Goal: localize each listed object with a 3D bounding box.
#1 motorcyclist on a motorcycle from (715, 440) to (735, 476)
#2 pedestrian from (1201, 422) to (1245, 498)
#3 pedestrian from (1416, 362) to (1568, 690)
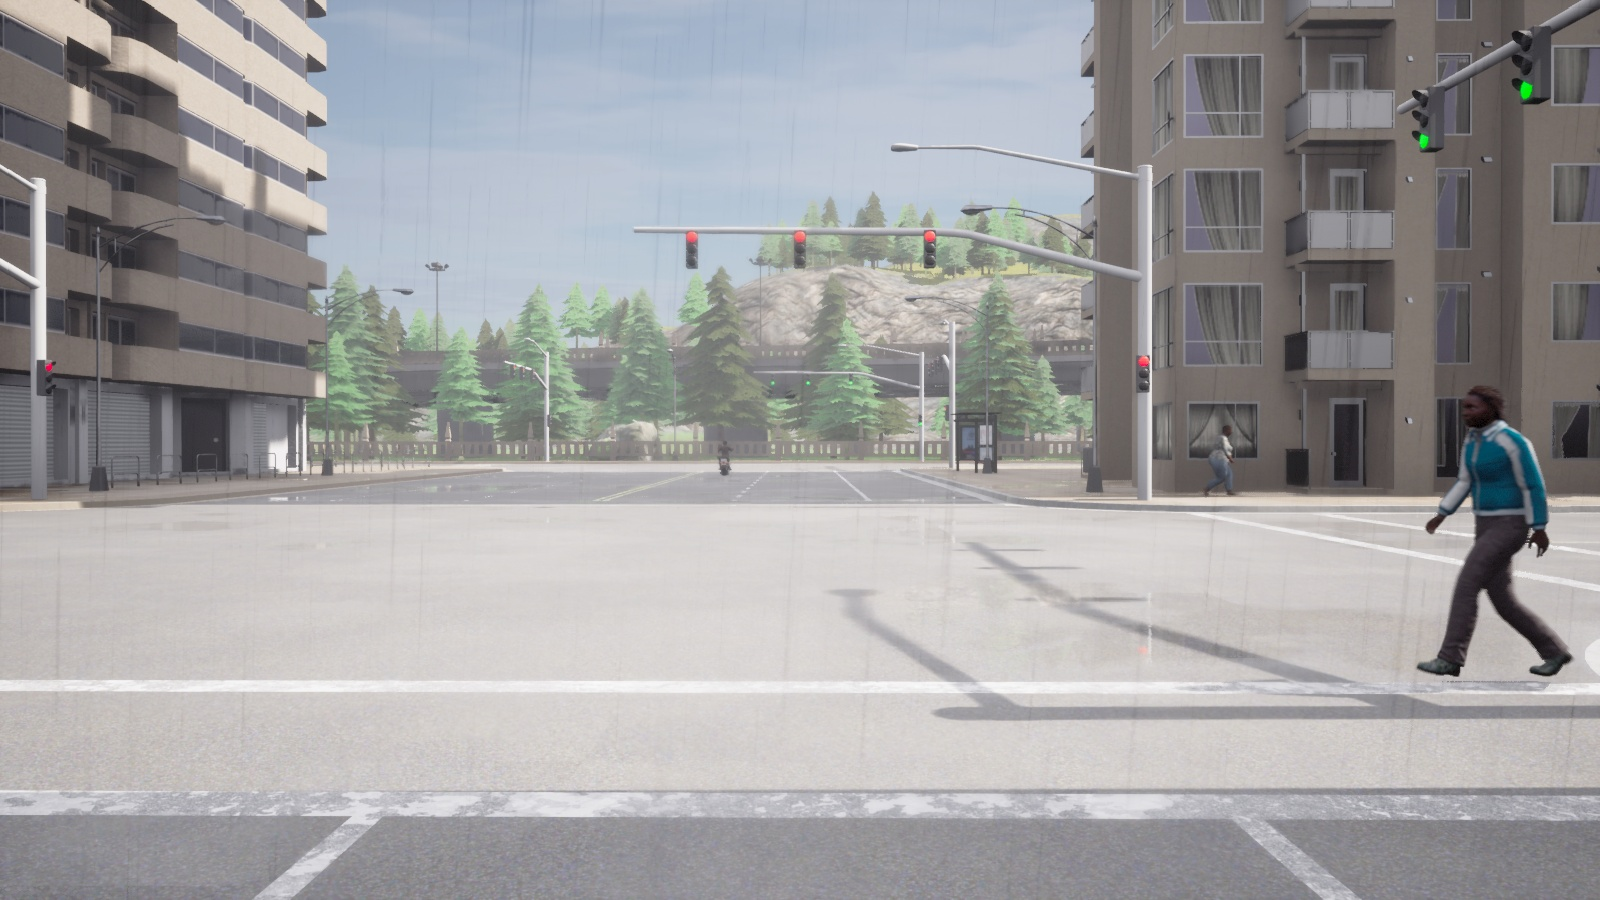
[{"bbox_3d":[-3.437,0.367,57.916,0.766,1.649,2.350,0,0,0],"label":"motorcyclist on a motorcycle"},{"bbox_3d":[10.379,0.239,30.845,0.900,1.855,0.874,0,0,10],"label":"pedestrian"},{"bbox_3d":[4.165,0.446,7.584,0.692,1.930,0.396,0,0,1],"label":"pedestrian"}]
